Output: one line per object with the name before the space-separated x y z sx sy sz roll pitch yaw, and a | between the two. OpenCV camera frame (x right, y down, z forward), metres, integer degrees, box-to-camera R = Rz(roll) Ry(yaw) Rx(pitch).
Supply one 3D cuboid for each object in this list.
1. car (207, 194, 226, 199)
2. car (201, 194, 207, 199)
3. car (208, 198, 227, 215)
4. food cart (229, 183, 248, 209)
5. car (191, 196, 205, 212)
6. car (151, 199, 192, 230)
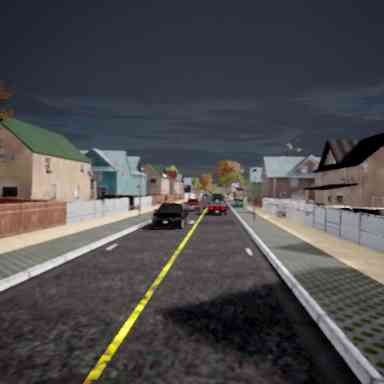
car | 3.675 1.235 47.911 2.150 2.045 5.566 1 0 5
car | 3.119 1.159 76.768 1.812 1.442 4.674 1 0 4
car | 2.605 1.614 34.152 1.895 1.301 4.718 1 0 5
food cart | 6.690 0.543 47.974 2.280 3.560 4.660 2 1 4
car | 0.122 1.485 38.334 1.812 1.442 4.674 1 0 4
car | -1.305 1.427 21.200 1.882 1.535 5.008 1 0 5
